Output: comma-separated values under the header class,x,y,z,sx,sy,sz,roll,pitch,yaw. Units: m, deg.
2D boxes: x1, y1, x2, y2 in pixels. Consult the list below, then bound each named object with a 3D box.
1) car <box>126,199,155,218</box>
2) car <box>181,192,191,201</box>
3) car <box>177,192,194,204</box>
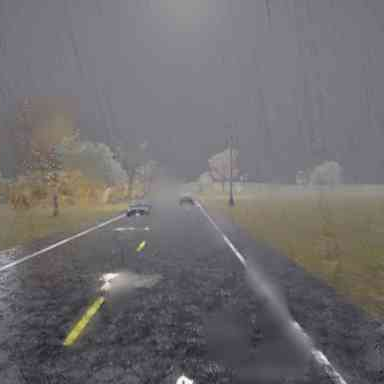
class,x,y,z,sx,sy,sz,roll,pitch,yaw
car,-4.114,1.267,27.464,2.033,1.411,5.357,0,1,-1
car,-1.165,0.775,64.137,1.837,1.490,4.892,0,1,-1
car,-0.816,0.964,47.724,1.837,1.490,4.892,0,1,-1
